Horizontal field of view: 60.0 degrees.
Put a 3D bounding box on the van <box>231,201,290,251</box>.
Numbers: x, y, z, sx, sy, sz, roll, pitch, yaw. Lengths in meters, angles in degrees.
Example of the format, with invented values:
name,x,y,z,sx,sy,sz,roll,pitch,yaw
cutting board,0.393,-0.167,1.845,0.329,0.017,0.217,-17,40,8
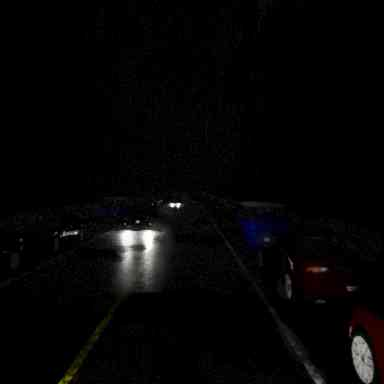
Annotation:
name,x,y,z,sx,sy,sz,roll,pitch,yaw
van,2.773,1.293,13.549,1.690,1.788,3.998,0,0,0

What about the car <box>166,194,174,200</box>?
name,x,y,z,sx,sy,sz,roll,pitch,yaw
car,-5.721,1.238,86.196,1.752,1.417,4.829,0,0,0

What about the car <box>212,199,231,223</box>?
name,x,y,z,sx,sy,sz,roll,pitch,yaw
car,2.777,1.458,24.755,1.887,1.381,4.507,0,0,0

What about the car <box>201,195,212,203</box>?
name,x,y,z,sx,sy,sz,roll,pitch,yaw
car,2.794,1.345,63.969,1.947,1.339,4.313,0,0,0

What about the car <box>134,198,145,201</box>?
name,x,y,z,sx,sy,sz,roll,pitch,yaw
car,-5.746,1.476,30.350,1.802,1.307,4.206,0,0,0

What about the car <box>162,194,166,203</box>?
name,x,y,z,sx,sy,sz,roll,pitch,yaw
car,-5.736,1.383,52.757,1.947,1.339,4.313,0,0,0

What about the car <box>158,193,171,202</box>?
name,x,y,z,sx,sy,sz,roll,pitch,yaw
car,-5.727,1.077,69.561,2.192,1.841,5.009,0,0,0

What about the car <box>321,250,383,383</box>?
name,x,y,z,sx,sy,sz,roll,pitch,yaw
car,2.767,1.536,2.346,1.887,1.381,4.507,0,0,0

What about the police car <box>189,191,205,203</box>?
name,x,y,z,sx,sy,sz,roll,pitch,yaw
police car,0.888,1.206,63.927,1.930,1.638,5.238,0,0,0

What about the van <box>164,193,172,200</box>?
name,x,y,z,sx,sy,sz,roll,pitch,yaw
van,-5.723,1.069,80.764,1.690,1.788,3.998,0,0,0

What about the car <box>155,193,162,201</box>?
name,x,y,z,sx,sy,sz,roll,pitch,yaw
car,-5.738,1.277,47.155,1.967,1.590,4.097,0,0,0

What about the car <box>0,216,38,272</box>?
name,x,y,z,sx,sy,sz,roll,pitch,yaw
car,-5.756,1.517,7.943,1.887,1.381,4.507,0,0,0

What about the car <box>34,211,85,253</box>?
name,x,y,z,sx,sy,sz,roll,pitch,yaw
car,-5.753,1.497,13.545,1.887,1.381,4.507,0,0,0

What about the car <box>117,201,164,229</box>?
name,x,y,z,sx,sy,sz,roll,pitch,yaw
car,-3.090,1.491,20.874,1.994,1.385,4.181,0,0,0

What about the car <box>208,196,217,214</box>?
name,x,y,z,sx,sy,sz,roll,pitch,yaw
car,2.780,1.334,30.356,1.967,1.590,4.097,0,0,0

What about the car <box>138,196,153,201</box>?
name,x,y,z,sx,sy,sz,roll,pitch,yaw
car,-5.743,1.315,35.952,1.967,1.590,4.097,0,0,0

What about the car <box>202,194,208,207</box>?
name,x,y,z,sx,sy,sz,roll,pitch,yaw
car,2.787,1.381,47.163,1.887,1.381,4.507,0,0,0

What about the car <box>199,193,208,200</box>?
name,x,y,z,sx,sy,sz,roll,pitch,yaw
car,2.802,1.168,80.775,1.967,1.590,4.097,0,0,0

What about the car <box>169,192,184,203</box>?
name,x,y,z,sx,sy,sz,roll,pitch,yaw
car,-3.016,1.281,61.132,2.128,1.511,4.902,0,0,1

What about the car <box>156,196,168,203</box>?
name,x,y,z,sx,sy,sz,roll,pitch,yaw
car,-5.731,1.362,63.960,1.802,1.307,4.206,0,0,0

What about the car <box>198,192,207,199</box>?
name,x,y,z,sx,sy,sz,roll,pitch,yaw
car,2.807,1.011,91.978,2.192,1.841,5.009,0,0,0

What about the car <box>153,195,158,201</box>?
name,x,y,z,sx,sy,sz,roll,pitch,yaw
car,-5.741,1.422,41.554,1.947,1.339,4.313,0,0,0

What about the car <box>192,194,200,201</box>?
name,x,y,z,sx,sy,sz,roll,pitch,yaw
car,0.874,1.254,73.821,1.837,1.490,4.892,0,0,0

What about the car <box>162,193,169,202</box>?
name,x,y,z,sx,sy,sz,roll,pitch,yaw
car,-5.732,1.113,58.358,2.192,1.841,5.009,0,0,0

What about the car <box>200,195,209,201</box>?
name,x,y,z,sx,sy,sz,roll,pitch,yaw
car,2.799,1.295,75.173,2.008,1.369,4.403,0,0,0

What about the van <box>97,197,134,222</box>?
name,x,y,z,sx,sy,sz,roll,pitch,yaw
van,-5.747,1.255,24.748,1.690,1.788,3.998,0,0,0

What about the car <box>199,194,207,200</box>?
name,x,y,z,sx,sy,sz,roll,pitch,yaw
car,2.804,1.293,86.377,1.802,1.307,4.206,0,0,0

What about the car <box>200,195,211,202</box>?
name,x,y,z,sx,sy,sz,roll,pitch,yaw
car,2.797,1.328,69.571,1.947,1.339,4.313,0,0,0

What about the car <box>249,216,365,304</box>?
name,x,y,z,sx,sy,sz,roll,pitch,yaw
car,2.770,1.516,7.948,1.887,1.381,4.507,0,0,0
